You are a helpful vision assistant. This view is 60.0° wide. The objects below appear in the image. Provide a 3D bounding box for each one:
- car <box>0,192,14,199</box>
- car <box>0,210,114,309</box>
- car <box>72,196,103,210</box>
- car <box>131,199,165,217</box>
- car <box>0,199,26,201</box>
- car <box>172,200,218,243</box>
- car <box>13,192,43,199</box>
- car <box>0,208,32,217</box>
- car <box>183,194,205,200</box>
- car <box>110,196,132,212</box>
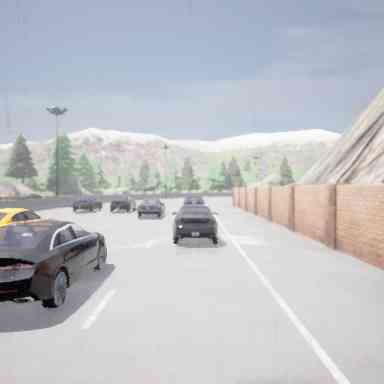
[{"bbox_3d":[-29.573,0.728,54.556,1.882,1.535,5.008,0,1,12],"label":"car"},{"bbox_3d":[-3.381,1.412,7.661,2.128,1.511,4.902,0,1,0],"label":"car"},{"bbox_3d":[-10.299,1.154,33.070,2.128,1.511,4.902,0,1,0],"label":"car"},{"bbox_3d":[-3.323,1.266,27.594,2.033,1.411,5.357,0,1,0],"label":"car"},{"bbox_3d":[-10.359,1.327,16.059,2.128,1.511,4.902,0,1,0],"label":"car"},{"bbox_3d":[0.140,1.348,15.269,1.837,1.490,4.892,0,1,0],"label":"car"},{"bbox_3d":[-26.144,0.810,53.856,1.994,1.385,4.181,0,1,12],"label":"car"},{"bbox_3d":[-6.867,1.348,12.568,1.882,1.535,5.008,0,1,0],"label":"car"},{"bbox_3d":[0.199,1.017,32.784,2.097,1.767,4.553,0,1,0],"label":"car"},{"bbox_3d":[-6.798,1.167,33.115,1.837,1.490,4.892,0,1,0],"label":"car"}]
